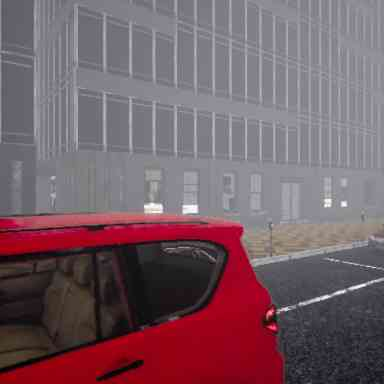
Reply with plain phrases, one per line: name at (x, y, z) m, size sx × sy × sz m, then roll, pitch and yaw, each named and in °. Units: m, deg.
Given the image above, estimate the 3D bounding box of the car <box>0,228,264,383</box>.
car at (-1.016, 1.551, 5.830) m, size 4.403 × 1.369 × 2.008 m, roll 0°, pitch 0°, yaw -35°

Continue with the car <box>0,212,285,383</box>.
car at (-1.821, 1.221, 2.083) m, size 5.566 × 2.045 × 2.150 m, roll 0°, pitch 0°, yaw -35°

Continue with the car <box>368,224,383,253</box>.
car at (8.270, 1.582, 12.417) m, size 4.206 × 1.307 × 1.802 m, roll 0°, pitch 0°, yaw -35°
